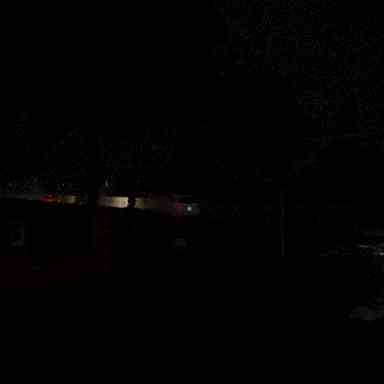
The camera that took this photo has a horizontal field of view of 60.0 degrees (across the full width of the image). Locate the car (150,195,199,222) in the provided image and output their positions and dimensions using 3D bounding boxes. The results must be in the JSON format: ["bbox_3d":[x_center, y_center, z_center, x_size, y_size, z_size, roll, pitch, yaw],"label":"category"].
[{"bbox_3d":[-1.527,1.266,26.721,2.150,2.045,5.566,1,0,-29],"label":"car"}]

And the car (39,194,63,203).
[{"bbox_3d":[-19.668,1.263,46.237,2.150,2.045,5.566,0,0,-36],"label":"car"}]
